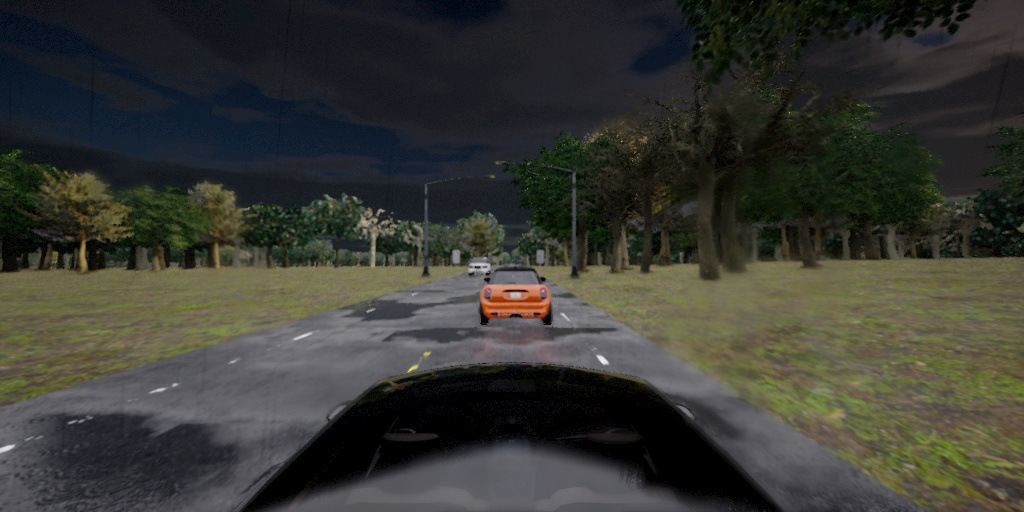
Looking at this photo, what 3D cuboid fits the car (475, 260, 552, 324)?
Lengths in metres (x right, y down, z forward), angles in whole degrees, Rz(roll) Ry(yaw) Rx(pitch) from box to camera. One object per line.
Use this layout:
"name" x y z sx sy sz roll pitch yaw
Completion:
"car" 0.104 1.127 12.169 2.097 1.767 4.553 0 0 0

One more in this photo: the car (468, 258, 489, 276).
"car" -3.569 1.180 40.065 2.150 2.045 5.566 0 -1 0
